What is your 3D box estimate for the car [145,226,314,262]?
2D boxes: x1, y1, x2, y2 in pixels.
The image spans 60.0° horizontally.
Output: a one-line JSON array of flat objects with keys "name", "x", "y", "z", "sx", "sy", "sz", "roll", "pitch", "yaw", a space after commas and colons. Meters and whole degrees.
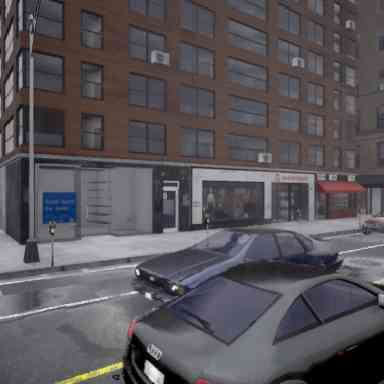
[{"name": "car", "x": 1.352, "y": 1.547, "z": 7.743, "sx": 5.357, "sy": 1.411, "sz": 2.033, "roll": 0, "pitch": 0, "yaw": -35}]

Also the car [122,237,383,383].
[{"name": "car", "x": 1.298, "y": 1.564, "z": 4.084, "sx": 4.181, "sy": 1.385, "sz": 1.994, "roll": 0, "pitch": 0, "yaw": -35}]

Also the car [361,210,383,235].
[{"name": "car", "x": 10.616, "y": 1.582, "z": 17.470, "sx": 4.206, "sy": 1.307, "sz": 1.802, "roll": 0, "pitch": 0, "yaw": -35}]
